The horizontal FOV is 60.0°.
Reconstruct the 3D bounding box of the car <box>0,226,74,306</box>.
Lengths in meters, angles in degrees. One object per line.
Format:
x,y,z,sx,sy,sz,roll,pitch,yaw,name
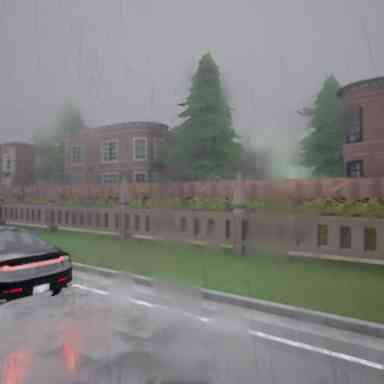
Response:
-4.634,1.501,7.300,4.902,1.511,2.128,0,0,36,car
